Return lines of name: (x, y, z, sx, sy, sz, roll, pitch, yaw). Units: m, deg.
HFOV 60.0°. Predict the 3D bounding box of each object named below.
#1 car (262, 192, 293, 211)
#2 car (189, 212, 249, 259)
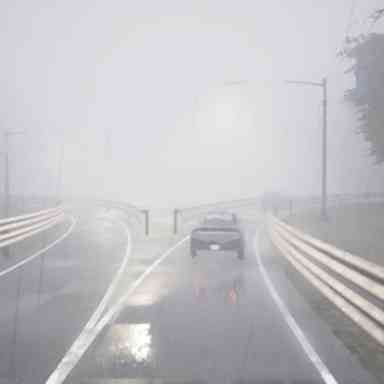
car: (9.568, 1.014, 37.055, 2.150, 2.045, 5.566, 0, 1, 31)
car: (1.126, 1.502, 12.757, 2.128, 1.511, 4.902, 0, 0, 10)
